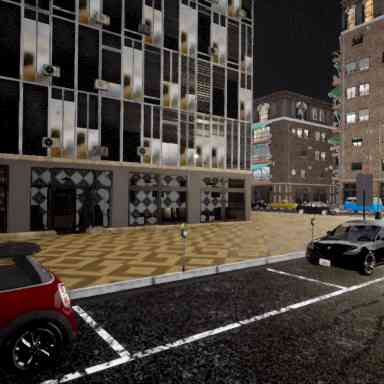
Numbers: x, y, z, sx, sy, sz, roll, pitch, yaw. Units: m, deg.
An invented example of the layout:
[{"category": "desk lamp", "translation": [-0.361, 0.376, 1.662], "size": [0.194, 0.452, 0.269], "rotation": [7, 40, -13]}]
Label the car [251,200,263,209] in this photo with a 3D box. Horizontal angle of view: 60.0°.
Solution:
[{"category": "car", "translation": [9.698, 1.864, 51.137], "size": [1.947, 1.339, 4.313], "rotation": [0, -1, -35]}]

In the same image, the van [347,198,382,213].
[{"category": "van", "translation": [19.184, 1.525, 37.457], "size": [1.690, 1.788, 3.998], "rotation": [0, -1, -35]}]

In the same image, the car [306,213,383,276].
[{"category": "car", "translation": [5.435, 1.567, 10.415], "size": [4.313, 1.339, 1.947], "rotation": [0, 1, -35]}]

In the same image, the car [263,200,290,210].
[{"category": "car", "translation": [12.762, 1.787, 46.716], "size": [1.752, 1.417, 4.829], "rotation": [0, -1, -35]}]

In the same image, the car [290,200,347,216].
[{"category": "car", "translation": [12.294, 1.620, 32.684], "size": [2.008, 1.369, 4.403], "rotation": [0, -1, -35]}]

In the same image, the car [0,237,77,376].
[{"category": "car", "translation": [-3.647, 1.440, 3.947], "size": [4.097, 1.590, 1.967], "rotation": [0, 1, -35]}]
